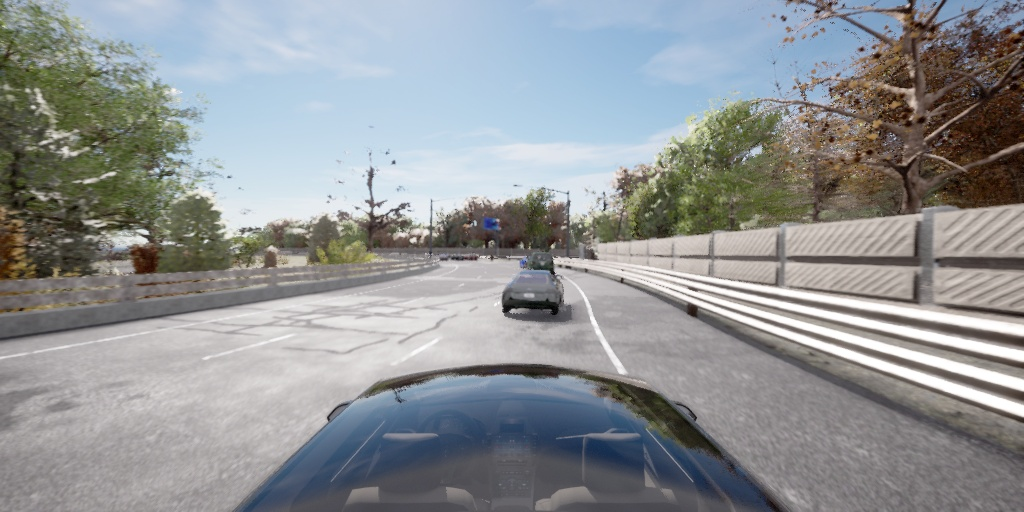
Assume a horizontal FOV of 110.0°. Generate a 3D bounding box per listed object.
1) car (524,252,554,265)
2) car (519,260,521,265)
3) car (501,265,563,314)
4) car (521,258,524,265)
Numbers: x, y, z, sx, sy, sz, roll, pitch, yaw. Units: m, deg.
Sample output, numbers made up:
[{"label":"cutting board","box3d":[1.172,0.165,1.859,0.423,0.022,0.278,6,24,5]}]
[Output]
[{"label":"car","box3d":[2.517,0.708,32.179,2.150,2.045,5.566,1,0,0]},{"label":"car","box3d":[2.044,0.849,43.869,1.882,1.535,5.008,1,1,-7]},{"label":"car","box3d":[0.873,1.212,13.408,1.994,1.385,4.181,1,1,10]},{"label":"car","box3d":[2.457,0.982,39.406,1.994,1.385,4.181,1,1,-3]}]
